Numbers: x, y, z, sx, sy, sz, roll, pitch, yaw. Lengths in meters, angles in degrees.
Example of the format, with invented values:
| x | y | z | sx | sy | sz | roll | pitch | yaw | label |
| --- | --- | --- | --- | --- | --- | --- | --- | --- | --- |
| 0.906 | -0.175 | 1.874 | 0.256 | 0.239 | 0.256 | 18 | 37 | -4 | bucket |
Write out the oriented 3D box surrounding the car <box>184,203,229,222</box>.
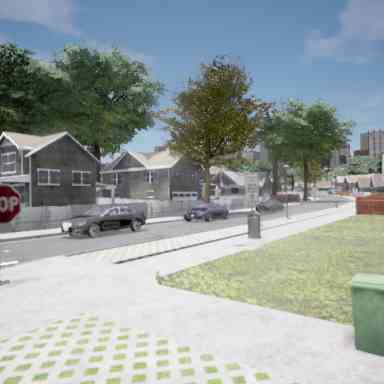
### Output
| x | y | z | sx | sy | sz | roll | pitch | yaw | label |
| --- | --- | --- | --- | --- | --- | --- | --- | --- | --- |
| 1.184 | 1.536 | 25.885 | 1.994 | 1.385 | 4.181 | -2 | -1 | 35 | car |

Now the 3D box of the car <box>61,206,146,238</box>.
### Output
| x | y | z | sx | sy | sz | roll | pitch | yaw | label |
| --- | --- | --- | --- | --- | --- | --- | --- | --- | --- |
| -4.592 | 1.498 | 17.864 | 2.128 | 1.511 | 4.902 | -2 | -1 | 36 | car |

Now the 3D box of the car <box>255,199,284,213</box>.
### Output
| x | y | z | sx | sy | sz | roll | pitch | yaw | label |
| --- | --- | --- | --- | --- | --- | --- | --- | --- | --- |
| 8.385 | 1.477 | 35.993 | 1.994 | 1.385 | 4.181 | -2 | -1 | 36 | car |
